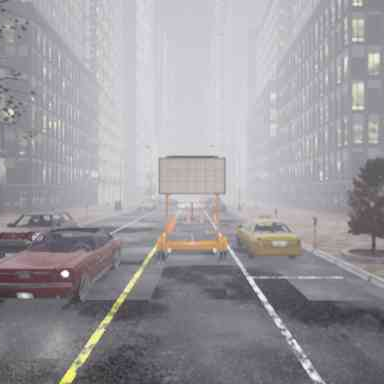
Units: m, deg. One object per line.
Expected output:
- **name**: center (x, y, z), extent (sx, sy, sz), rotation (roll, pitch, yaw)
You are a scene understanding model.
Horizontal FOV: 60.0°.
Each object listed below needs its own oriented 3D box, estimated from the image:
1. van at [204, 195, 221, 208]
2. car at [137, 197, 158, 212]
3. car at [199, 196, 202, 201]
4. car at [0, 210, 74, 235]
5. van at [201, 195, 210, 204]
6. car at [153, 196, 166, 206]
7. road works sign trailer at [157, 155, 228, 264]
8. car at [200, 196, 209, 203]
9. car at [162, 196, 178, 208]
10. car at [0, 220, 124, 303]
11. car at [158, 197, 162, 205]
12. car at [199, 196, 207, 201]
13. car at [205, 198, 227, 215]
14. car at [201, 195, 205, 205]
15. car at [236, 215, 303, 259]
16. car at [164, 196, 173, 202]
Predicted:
- **van**: center (2.719, 1.426, 40.827), extent (1.690, 1.788, 3.998), rotation (0, 0, 0)
- **car**: center (-5.661, 1.609, 40.679), extent (1.752, 1.417, 4.829), rotation (0, 0, 0)
- **car**: center (2.739, 1.709, 63.595), extent (1.802, 1.307, 4.206), rotation (0, 0, 0)
- **car**: center (-5.685, 1.467, 12.390), extent (1.967, 1.590, 4.097), rotation (0, 0, 0)
- **van**: center (2.743, 1.477, 69.288), extent (1.690, 1.788, 3.998), rotation (0, 0, 0)
- **car**: center (-5.647, 1.557, 57.925), extent (1.967, 1.590, 4.097), rotation (0, 0, 0)
- **road works sign trailer**: center (0.009, 0.491, 11.950), extent (2.380, 3.560, 2.880), rotation (0, 0, 0)
- **car**: center (2.749, 1.690, 74.980), extent (1.887, 1.381, 4.507), rotation (0, 0, 0)
- **car**: center (-3.052, 1.651, 50.614), extent (2.033, 1.411, 5.357), rotation (0, 0, 0)
- **car**: center (-3.093, 1.619, 8.362), extent (1.895, 1.301, 4.718), rotation (0, 0, 0)
- **car**: center (-5.655, 1.677, 46.541), extent (1.802, 1.307, 4.206), rotation (0, 0, 0)
- **car**: center (2.758, 1.713, 86.365), extent (2.008, 1.369, 4.403), rotation (0, 0, 0)
- **car**: center (2.715, 1.639, 35.134), extent (1.947, 1.339, 4.313), rotation (0, 0, 0)
- **car**: center (2.724, 1.536, 46.520), extent (1.967, 1.590, 4.097), rotation (0, 0, 0)
- **car**: center (2.697, 1.553, 12.537), extent (1.752, 1.417, 4.829), rotation (0, 0, 0)
- **car**: center (-5.627, 1.720, 80.692), extent (1.947, 1.339, 4.313), rotation (0, 0, 0)
